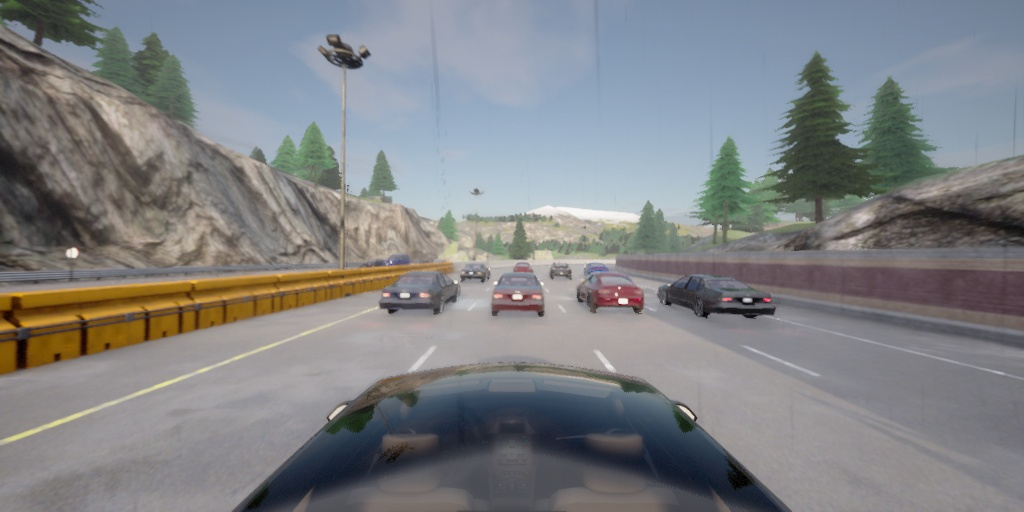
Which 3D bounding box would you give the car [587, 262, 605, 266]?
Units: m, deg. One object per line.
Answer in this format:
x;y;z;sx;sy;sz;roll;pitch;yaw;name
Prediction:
8.110;1.356;34.865;1.882;1.535;5.008;1;0;5;car

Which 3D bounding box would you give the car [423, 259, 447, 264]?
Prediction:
-10.714;1.192;52.354;1.812;1.442;4.674;1;0;11;car

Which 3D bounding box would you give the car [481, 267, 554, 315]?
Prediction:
0.238;1.311;13.575;2.033;1.411;5.357;1;0;2;car

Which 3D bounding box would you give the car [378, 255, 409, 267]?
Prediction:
-17.448;0.807;54.518;2.150;2.045;5.566;1;0;11;car

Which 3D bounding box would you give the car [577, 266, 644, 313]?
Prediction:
3.758;1.333;14.215;1.812;1.442;4.674;1;0;2;car

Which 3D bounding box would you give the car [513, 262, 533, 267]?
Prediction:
1.054;1.318;34.466;1.812;1.442;4.674;1;0;5;car

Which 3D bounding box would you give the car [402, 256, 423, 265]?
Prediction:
-13.956;1.121;53.987;2.128;1.511;4.902;1;0;12;car

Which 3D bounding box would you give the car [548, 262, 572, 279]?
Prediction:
4.469;1.325;33.348;2.128;1.511;4.902;1;0;4;car

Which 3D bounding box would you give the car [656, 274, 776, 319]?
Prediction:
7.238;1.396;13.420;2.033;1.411;5.357;1;0;2;car

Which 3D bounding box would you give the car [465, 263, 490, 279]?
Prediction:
-2.857;1.288;28.646;2.033;1.411;5.357;1;0;3;car

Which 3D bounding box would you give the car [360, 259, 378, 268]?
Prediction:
-20.912;1.092;54.927;2.033;1.411;5.357;1;0;12;car

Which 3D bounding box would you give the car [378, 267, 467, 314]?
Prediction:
-3.259;1.269;13.633;2.033;1.411;5.357;1;0;2;car
